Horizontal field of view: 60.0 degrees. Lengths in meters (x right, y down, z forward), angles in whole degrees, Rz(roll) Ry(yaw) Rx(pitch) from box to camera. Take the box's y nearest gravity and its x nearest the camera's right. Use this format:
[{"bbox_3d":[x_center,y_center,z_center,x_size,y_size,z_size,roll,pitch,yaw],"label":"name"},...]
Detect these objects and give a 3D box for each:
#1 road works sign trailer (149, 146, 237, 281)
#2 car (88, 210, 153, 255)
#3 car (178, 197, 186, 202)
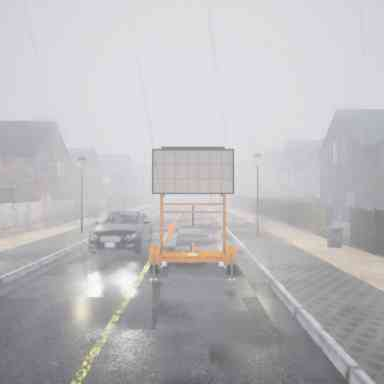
[{"bbox_3d":[0.031,0.465,9.831,2.380,3.560,2.880,0,0,1],"label":"road works sign trailer"},{"bbox_3d":[-2.715,1.495,13.488,2.128,1.511,4.902,0,0,0],"label":"car"},{"bbox_3d":[-2.528,1.991,85.219,1.994,1.385,4.181,0,-1,0],"label":"car"}]
